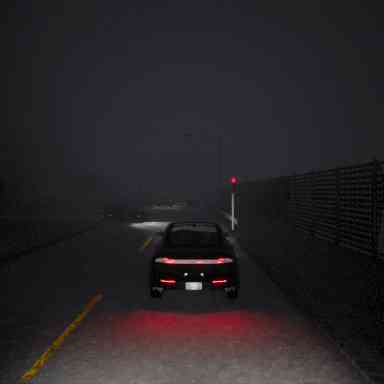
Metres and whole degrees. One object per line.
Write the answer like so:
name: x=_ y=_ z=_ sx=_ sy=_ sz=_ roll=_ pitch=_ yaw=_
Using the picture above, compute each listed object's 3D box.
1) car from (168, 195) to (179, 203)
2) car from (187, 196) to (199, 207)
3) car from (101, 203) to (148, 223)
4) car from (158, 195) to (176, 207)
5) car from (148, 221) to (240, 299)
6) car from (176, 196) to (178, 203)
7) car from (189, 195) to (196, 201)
car: x=-3.923 y=1.478 z=71.103 sx=1.882 sy=1.535 sz=5.008 roll=0 pitch=0 yaw=0
car: x=0.177 y=1.601 z=52.262 sx=1.895 sy=1.301 sz=4.718 roll=0 pitch=0 yaw=0
car: x=-5.239 y=1.564 z=25.518 sx=1.994 sy=1.385 sz=4.181 roll=1 pitch=-1 yaw=-45
car: x=-4.040 y=1.352 z=51.301 sx=2.097 sy=1.767 sz=4.553 roll=0 pitch=0 yaw=0
car: x=0.057 y=1.492 z=8.462 sx=2.128 sy=1.511 sz=4.902 roll=0 pitch=0 yaw=1
car: x=-4.002 y=1.601 z=60.668 sx=1.895 sy=1.301 sz=4.718 roll=0 pitch=0 yaw=0
car: x=0.090 y=1.595 z=88.085 sx=1.895 sy=1.301 sz=4.718 roll=0 pitch=0 yaw=0
